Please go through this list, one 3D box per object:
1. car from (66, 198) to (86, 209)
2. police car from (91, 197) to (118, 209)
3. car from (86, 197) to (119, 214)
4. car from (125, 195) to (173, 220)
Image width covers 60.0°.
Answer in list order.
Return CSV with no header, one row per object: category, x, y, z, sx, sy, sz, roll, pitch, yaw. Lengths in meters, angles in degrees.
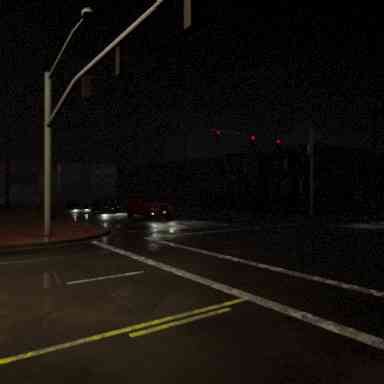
car,-15.663,1.547,45.092,1.812,1.442,4.674,0,0,-36
police car,-12.313,1.532,46.581,2.038,1.542,4.974,0,0,-36
car,-9.671,1.526,36.724,1.837,1.490,4.892,0,0,-36
car,-3.780,1.244,28.516,2.150,2.045,5.566,0,0,-36
